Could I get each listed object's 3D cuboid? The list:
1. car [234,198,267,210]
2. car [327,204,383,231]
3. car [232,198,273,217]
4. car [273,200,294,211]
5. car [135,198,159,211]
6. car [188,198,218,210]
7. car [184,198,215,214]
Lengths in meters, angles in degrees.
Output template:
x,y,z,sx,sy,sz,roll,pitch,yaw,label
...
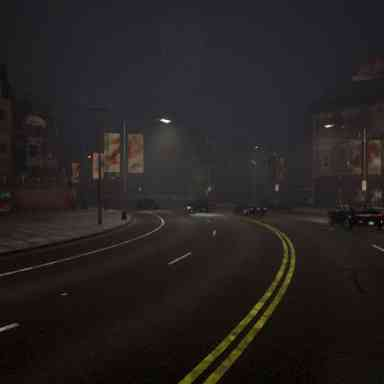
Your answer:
x,y,z,sx,sy,sz,roll,pitch,yaw,label
7.843,1.518,45.066,2.002,1.452,4.674,0,0,-26,car
9.923,1.490,20.579,2.128,1.511,4.902,0,0,3,car
5.421,1.545,31.945,2.033,1.411,5.357,0,0,-11,car
10.156,1.593,39.823,1.895,1.301,4.718,0,0,-16,car
-5.606,1.506,41.191,1.837,1.490,4.892,0,-1,-28,car
1.285,1.504,43.211,1.837,1.490,4.892,0,0,-26,car
0.567,1.563,35.497,1.994,1.385,4.181,0,0,-19,car
